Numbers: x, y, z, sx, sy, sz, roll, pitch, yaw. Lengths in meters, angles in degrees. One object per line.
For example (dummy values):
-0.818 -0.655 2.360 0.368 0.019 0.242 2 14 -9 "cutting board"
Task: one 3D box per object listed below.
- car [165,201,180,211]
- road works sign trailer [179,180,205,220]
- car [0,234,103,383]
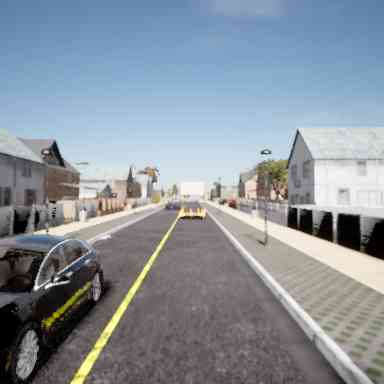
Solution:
-2.804 1.942 47.961 1.994 1.385 4.181 0 -1 0 "car"
0.024 0.684 30.465 2.380 3.560 2.880 0 0 0 "road works sign trailer"
-2.847 1.538 5.418 1.837 1.490 4.892 0 0 0 "car"
